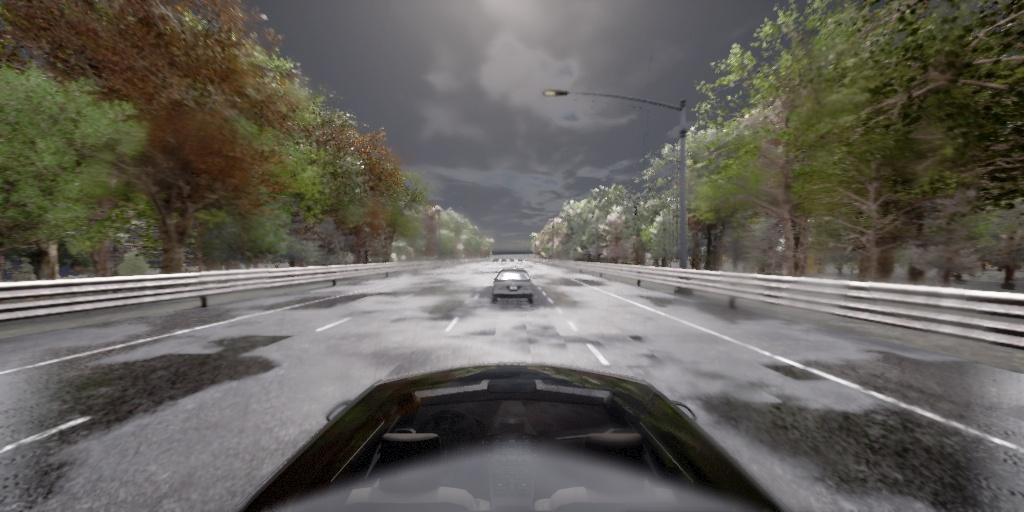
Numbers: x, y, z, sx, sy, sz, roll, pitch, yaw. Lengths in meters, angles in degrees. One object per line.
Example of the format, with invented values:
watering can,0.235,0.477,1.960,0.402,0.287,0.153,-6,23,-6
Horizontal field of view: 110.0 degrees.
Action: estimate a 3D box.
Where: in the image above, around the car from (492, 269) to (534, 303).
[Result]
car,0.041,1.330,16.894,2.033,1.411,5.357,0,0,0
